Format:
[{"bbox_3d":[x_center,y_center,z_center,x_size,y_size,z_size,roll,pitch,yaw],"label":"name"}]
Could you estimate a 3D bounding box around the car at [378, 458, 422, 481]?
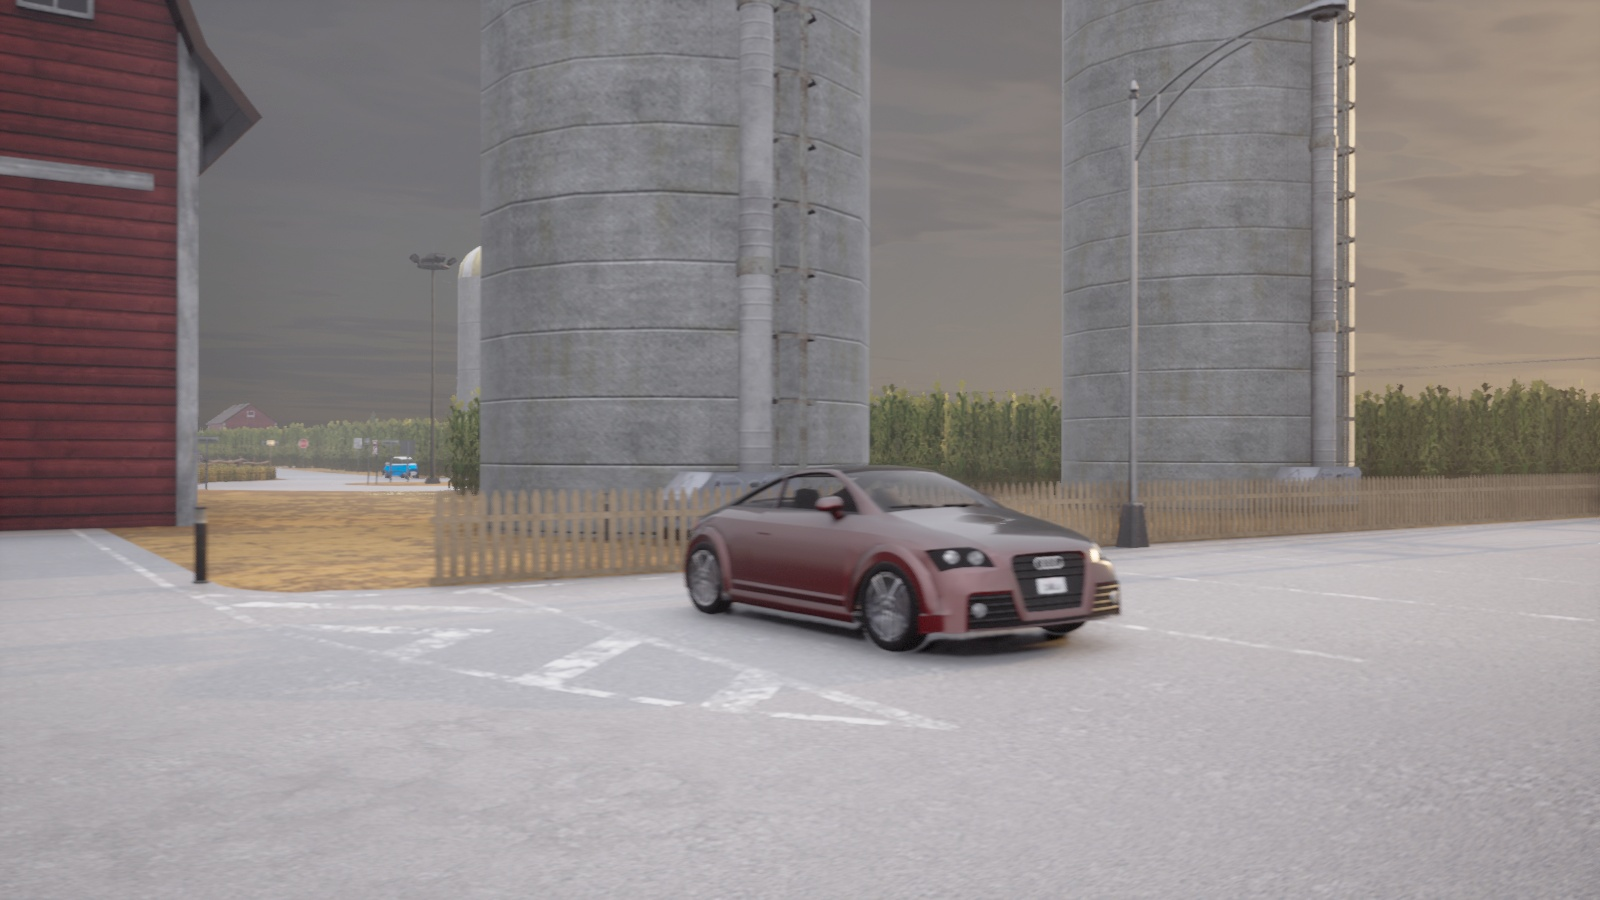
[{"bbox_3d":[-24.466,1.180,76.788,2.207,1.376,1.481,0,1,35],"label":"car"}]
